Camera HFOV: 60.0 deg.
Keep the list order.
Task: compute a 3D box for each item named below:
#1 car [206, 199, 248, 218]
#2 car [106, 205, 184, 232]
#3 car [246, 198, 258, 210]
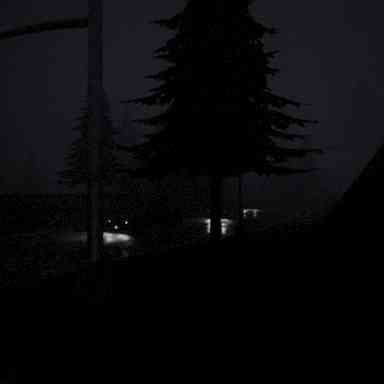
[{"bbox_3d":[3.103,1.538,30.146,2.033,1.411,5.357,0,0,25],"label":"car"},{"bbox_3d":[-2.648,1.539,20.392,2.033,1.411,5.357,0,0,35],"label":"car"},{"bbox_3d":[7.651,1.536,43.721,2.033,1.411,5.357,0,0,12],"label":"car"}]
